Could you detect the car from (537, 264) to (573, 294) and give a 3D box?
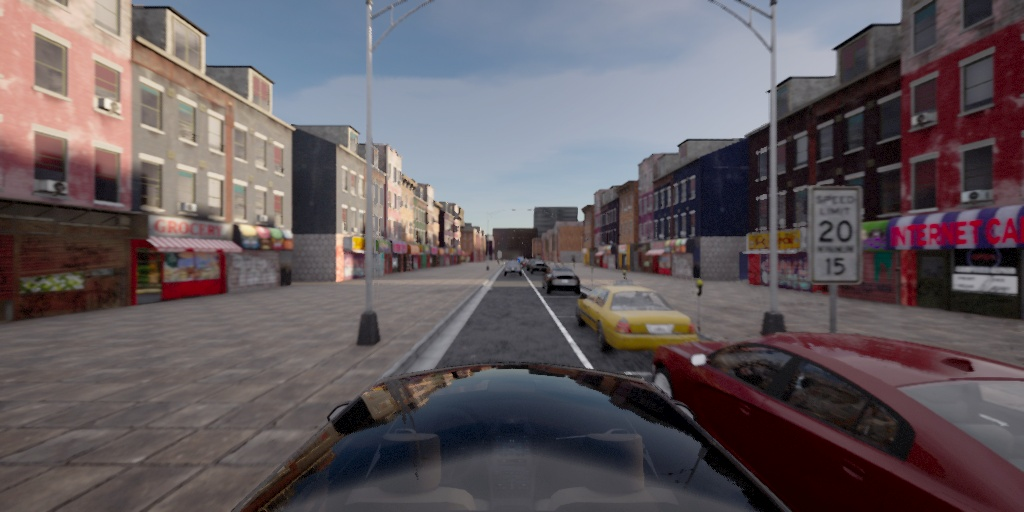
[{"bbox_3d":[2.637,1.289,19.906,1.948,1.339,4.313,0,0,0],"label":"car"}]

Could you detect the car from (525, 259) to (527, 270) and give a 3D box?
[{"bbox_3d":[2.986,1.081,48.007,2.097,1.767,4.553,0,0,0],"label":"car"}]

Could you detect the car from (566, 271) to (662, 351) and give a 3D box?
[{"bbox_3d":[2.637,1.263,8.717,1.751,1.417,4.829,0,0,0],"label":"car"}]

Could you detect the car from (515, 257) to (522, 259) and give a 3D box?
[{"bbox_3d":[0.096,1.254,49.308,1.812,1.442,4.674,0,0,0],"label":"car"}]

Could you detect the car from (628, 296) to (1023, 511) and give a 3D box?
[{"bbox_3d":[2.637,1.293,2.868,1.888,1.381,4.507,0,0,0],"label":"car"}]

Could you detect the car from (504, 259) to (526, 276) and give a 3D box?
[{"bbox_3d":[0.102,1.269,37.017,2.033,1.411,5.357,0,0,0],"label":"car"}]

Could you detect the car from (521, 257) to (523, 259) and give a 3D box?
[{"bbox_3d":[2.635,1.175,59.662,1.967,1.591,4.097,0,0,0],"label":"car"}]

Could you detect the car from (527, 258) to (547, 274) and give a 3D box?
[{"bbox_3d":[3.019,1.228,41.037,1.837,1.490,4.892,0,0,0],"label":"car"}]
